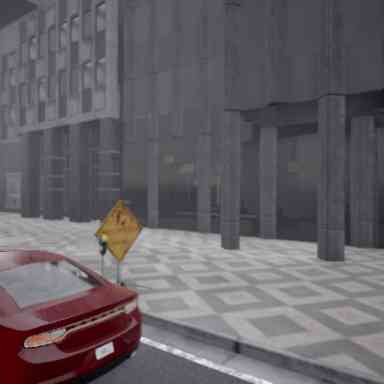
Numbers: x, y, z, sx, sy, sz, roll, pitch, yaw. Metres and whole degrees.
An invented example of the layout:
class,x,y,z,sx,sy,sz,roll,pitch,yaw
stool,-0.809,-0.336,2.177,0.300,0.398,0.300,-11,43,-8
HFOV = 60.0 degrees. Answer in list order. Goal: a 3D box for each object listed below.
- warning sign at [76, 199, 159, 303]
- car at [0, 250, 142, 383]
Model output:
class,x,y,z,sx,sy,sz,roll,pitch,yaw
warning sign,-1.511,1.091,6.875,1.060,1.860,1.300,0,0,36
car,-2.734,1.521,4.799,4.507,1.381,1.887,0,0,36
